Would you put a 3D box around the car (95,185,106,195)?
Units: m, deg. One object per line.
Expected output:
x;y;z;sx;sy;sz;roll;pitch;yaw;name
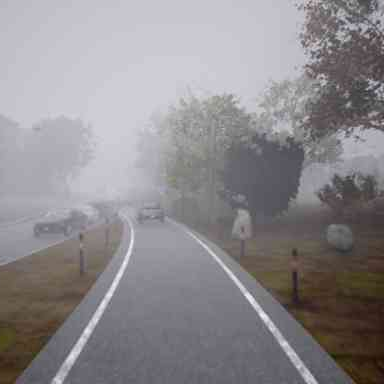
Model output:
-20.176;-0.532;73.426;2.150;2.045;5.566;-1;3;-11;car

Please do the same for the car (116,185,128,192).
-17.401;-0.944;81.554;2.097;1.767;4.553;-1;2;-10;car

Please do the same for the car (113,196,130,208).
-8.828;1.207;42.091;1.895;1.301;4.718;-1;2;-22;car

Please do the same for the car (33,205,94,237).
-7.868;1.731;20.319;2.097;1.535;5.008;-1;0;-1;car

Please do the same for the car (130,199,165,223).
-3.280;1.465;25.229;2.128;1.511;4.902;-1;1;-14;car

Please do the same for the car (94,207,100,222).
-8.515;1.796;26.429;2.002;1.452;4.674;1;0;-7;car
